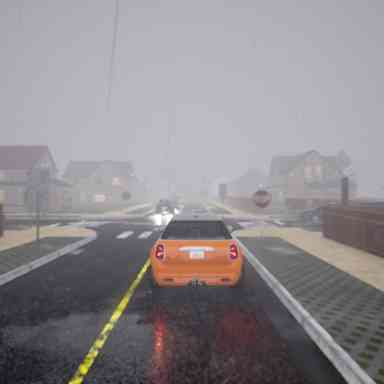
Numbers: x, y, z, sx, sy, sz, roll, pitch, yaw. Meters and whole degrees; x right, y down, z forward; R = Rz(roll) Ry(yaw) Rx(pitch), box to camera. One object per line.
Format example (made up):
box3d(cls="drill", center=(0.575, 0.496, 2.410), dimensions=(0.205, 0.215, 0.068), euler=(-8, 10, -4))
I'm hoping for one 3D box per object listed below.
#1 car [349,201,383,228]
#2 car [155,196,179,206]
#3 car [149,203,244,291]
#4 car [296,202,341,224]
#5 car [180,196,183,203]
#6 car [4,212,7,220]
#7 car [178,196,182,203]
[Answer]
box3d(cls="car", center=(12.861, 1.427, 21.894), dimensions=(4.553, 1.767, 2.097), euler=(0, 0, 0))
box3d(cls="car", center=(-2.836, 1.501, 36.004), dimensions=(2.128, 1.511, 4.902), euler=(0, 0, 0))
box3d(cls="car", center=(0.103, 1.342, 9.165), dimensions=(2.097, 1.767, 4.553), euler=(0, 0, 0))
box3d(cls="car", center=(10.258, 1.552, 24.720), dimensions=(4.892, 1.490, 1.837), euler=(0, 0, -2))
box3d(cls="car", center=(-2.774, 1.447, 59.876), dimensions=(2.097, 1.767, 4.553), euler=(0, 0, 1))
box3d(cls="car", center=(-14.828, 1.528, 21.756), dimensions=(4.718, 1.301, 1.895), euler=(0, 0, 0))
box3d(cls="car", center=(-2.832, 1.642, 46.626), dimensions=(1.895, 1.301, 4.718), euler=(0, 0, 0))
